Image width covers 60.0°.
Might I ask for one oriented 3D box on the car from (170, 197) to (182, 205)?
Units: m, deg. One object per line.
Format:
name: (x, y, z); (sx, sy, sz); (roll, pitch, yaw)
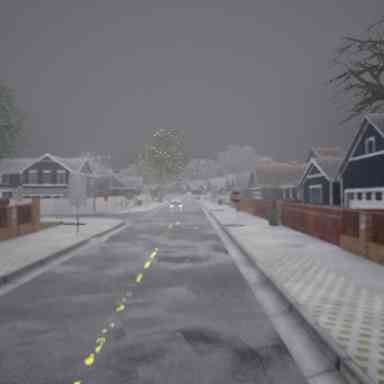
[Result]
car: (-2.755, 1.564, 58.779); (1.812, 1.442, 4.674); (0, 1, 0)
